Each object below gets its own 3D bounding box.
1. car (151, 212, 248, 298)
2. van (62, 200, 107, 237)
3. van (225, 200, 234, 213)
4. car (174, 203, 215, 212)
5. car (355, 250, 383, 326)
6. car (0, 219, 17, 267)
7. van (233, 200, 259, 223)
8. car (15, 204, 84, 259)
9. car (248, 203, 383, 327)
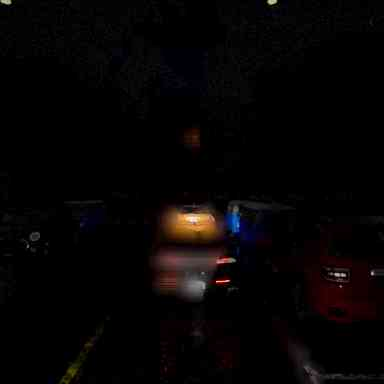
[{"bbox_3d":[0.094,1.492,8.471,2.128,1.511,4.902,0,0,0],"label":"car"},{"bbox_3d":[-5.783,1.342,17.814,1.690,1.788,3.998,0,0,0],"label":"van"},{"bbox_3d":[2.743,1.342,17.823,1.690,1.788,3.998,0,0,0],"label":"van"},{"bbox_3d":[0.120,1.353,17.520,2.097,1.767,4.553,0,0,1],"label":"car"},{"bbox_3d":[2.761,1.440,1.510,1.967,1.590,4.097,0,0,0],"label":"car"},{"bbox_3d":[-5.770,1.525,6.769,1.752,1.417,4.829,0,0,0],"label":"car"},{"bbox_3d":[2.749,1.342,12.385,1.690,1.788,3.998,0,0,0],"label":"van"},{"bbox_3d":[-5.776,1.441,12.376,1.967,1.590,4.097,0,0,0],"label":"car"},{"bbox_3d":[2.755,1.315,6.948,2.192,1.841,5.009,0,0,0],"label":"car"}]
